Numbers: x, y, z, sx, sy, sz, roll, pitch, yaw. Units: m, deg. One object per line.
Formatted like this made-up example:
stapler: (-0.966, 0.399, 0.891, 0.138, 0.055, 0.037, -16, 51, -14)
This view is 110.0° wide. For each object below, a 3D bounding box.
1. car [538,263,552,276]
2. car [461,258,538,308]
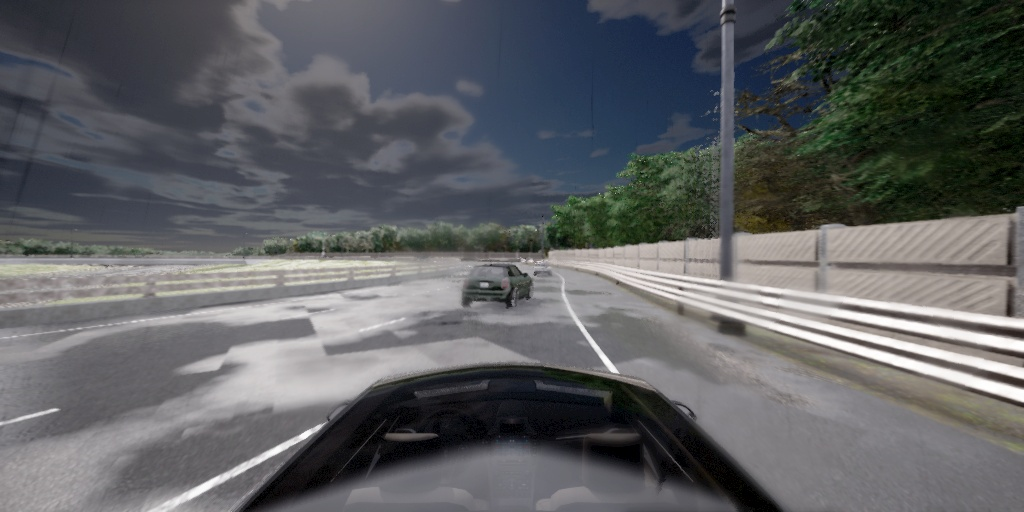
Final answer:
car: (3.273, 1.388, 38.587, 1.895, 1.301, 4.718, 0, 0, 3)
car: (-0.466, 1.103, 15.453, 2.097, 1.767, 4.553, 0, 0, 15)
